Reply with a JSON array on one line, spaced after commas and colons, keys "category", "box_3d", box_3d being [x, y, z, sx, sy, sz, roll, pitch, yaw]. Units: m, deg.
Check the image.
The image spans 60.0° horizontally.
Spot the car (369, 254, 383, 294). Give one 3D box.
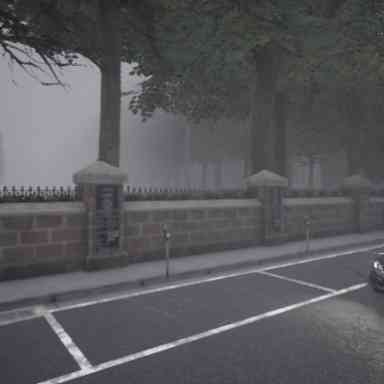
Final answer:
[{"category": "car", "box_3d": [5.937, 1.517, 7.584, 4.674, 1.442, 1.812, 0, 0, -35]}]
